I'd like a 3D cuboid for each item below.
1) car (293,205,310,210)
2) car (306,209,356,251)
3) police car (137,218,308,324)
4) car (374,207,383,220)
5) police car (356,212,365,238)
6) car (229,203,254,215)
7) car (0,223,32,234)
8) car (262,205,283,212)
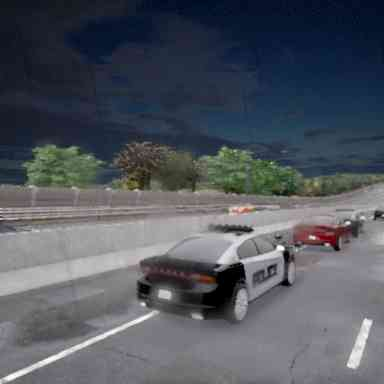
[{"bbox_3d":[15.976,2.637,47.957,2.033,1.411,5.357,0,-2,33],"label":"car"},{"bbox_3d":[6.404,1.804,16.025,1.882,1.535,5.008,0,-1,33],"label":"car"},{"bbox_3d":[0.968,1.565,7.756,1.930,1.638,5.238,0,-1,33],"label":"police car"},{"bbox_3d":[21.518,2.370,37.083,1.882,1.535,5.008,0,-1,34],"label":"car"},{"bbox_3d":[9.763,1.876,21.135,1.930,1.638,5.238,0,-1,33],"label":"police car"},{"bbox_3d":[7.065,2.344,47.150,2.097,1.767,4.553,0,-2,33],"label":"car"},{"bbox_3d":[-7.847,1.724,11.730,1.994,1.385,4.181,0,-1,33],"label":"car"},{"bbox_3d":[11.591,2.569,47.660,1.812,1.442,4.674,0,-2,33],"label":"car"}]
